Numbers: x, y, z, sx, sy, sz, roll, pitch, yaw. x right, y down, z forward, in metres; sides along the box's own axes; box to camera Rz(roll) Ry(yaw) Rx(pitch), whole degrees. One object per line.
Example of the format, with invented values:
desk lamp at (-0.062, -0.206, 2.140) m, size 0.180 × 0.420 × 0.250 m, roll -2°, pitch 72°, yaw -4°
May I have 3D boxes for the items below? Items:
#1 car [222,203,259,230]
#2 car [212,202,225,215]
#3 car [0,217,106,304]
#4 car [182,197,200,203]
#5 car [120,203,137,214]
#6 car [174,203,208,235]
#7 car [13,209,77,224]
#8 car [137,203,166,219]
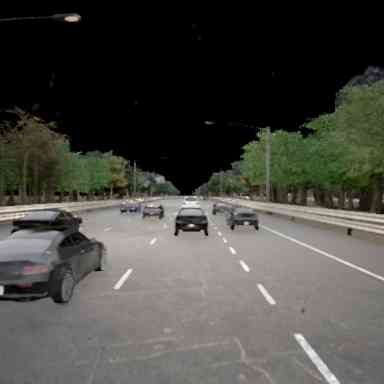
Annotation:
car at (3.387, 1.729, 22.992) m, size 1.837 × 1.490 × 4.892 m, roll 0°, pitch -1°, yaw 0°
car at (3.308, 1.894, 39.039) m, size 1.812 × 1.442 × 4.674 m, roll 0°, pitch 0°, yaw 0°
car at (-3.469, 1.581, 8.135) m, size 1.812 × 1.442 × 4.674 m, roll 0°, pitch -1°, yaw 0°
car at (-0.142, 1.614, 43.837) m, size 2.150 × 2.045 × 5.566 m, roll 0°, pitch -1°, yaw 0°
car at (-7.125, 1.915, 39.255) m, size 1.895 × 1.301 × 4.718 m, roll 0°, pitch -1°, yaw 0°
car at (-0.040, 1.659, 20.177) m, size 1.882 × 1.535 × 5.008 m, roll 0°, pitch -1°, yaw 0°
car at (-7.021, 1.591, 16.726) m, size 1.882 × 1.535 × 5.008 m, roll 0°, pitch -1°, yaw 0°
car at (-3.595, 1.760, 32.026) m, size 2.128 × 1.511 × 4.902 m, roll 0°, pitch -1°, yaw 0°
